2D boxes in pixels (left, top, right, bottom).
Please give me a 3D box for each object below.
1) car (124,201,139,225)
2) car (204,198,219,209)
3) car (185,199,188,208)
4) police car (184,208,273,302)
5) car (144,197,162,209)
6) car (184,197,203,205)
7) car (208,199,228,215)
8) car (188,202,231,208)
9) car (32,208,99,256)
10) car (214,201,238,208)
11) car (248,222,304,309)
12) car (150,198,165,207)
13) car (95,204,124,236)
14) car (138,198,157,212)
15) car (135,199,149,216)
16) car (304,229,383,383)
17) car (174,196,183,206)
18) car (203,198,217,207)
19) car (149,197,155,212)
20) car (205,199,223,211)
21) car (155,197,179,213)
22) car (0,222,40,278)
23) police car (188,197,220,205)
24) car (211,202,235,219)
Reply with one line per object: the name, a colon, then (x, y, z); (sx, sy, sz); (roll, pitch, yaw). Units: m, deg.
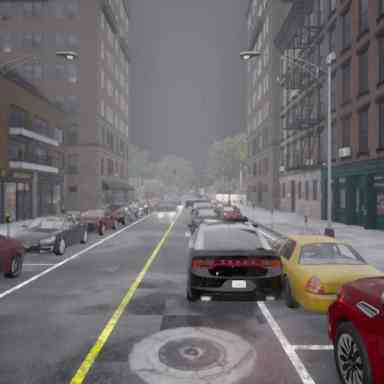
car: (-5.362, 1.565, 24.063); (1.947, 1.339, 4.313); (0, 0, 0)
car: (2.684, 1.593, 46.132); (1.802, 1.307, 4.206); (0, 0, 0)
car: (0.072, 1.490, 47.125); (1.882, 1.535, 5.008); (0, 0, 1)
police car: (0.834, 1.425, 8.465); (1.930, 1.638, 5.238); (0, 0, 0)
car: (-5.341, 1.451, 46.138); (1.967, 1.590, 4.097); (0, 0, 0)
car: (0.361, 1.586, 59.775); (1.994, 1.385, 4.181); (0, 0, 23)
car: (2.673, 1.529, 35.266); (1.752, 1.417, 4.829); (0, 0, 0)
car: (0.844, 1.525, 18.355); (1.812, 1.442, 4.674); (0, 0, 0)
car: (-5.373, 1.550, 13.025); (2.008, 1.369, 4.403); (0, 0, 0)
car: (2.663, 1.581, 24.059); (1.802, 1.307, 4.206); (0, 0, 0)
car: (2.642, 1.525, 7.672); (1.752, 1.417, 4.829); (0, 0, 0)
car: (-5.336, 1.597, 51.657); (1.802, 1.307, 4.206); (0, 0, 0)
car: (-5.368, 1.544, 18.544); (1.887, 1.381, 4.507); (0, 0, 0)
car: (-5.347, 1.532, 40.449); (1.752, 1.417, 4.829); (0, 0, 0)
car: (-5.357, 1.551, 29.581); (2.008, 1.369, 4.403); (0, 0, 0)
car: (2.641, 1.315, 1.986); (2.192, 1.841, 5.009); (0, 0, 0)
car: (-2.693, 1.526, 57.085); (1.837, 1.490, 4.892); (0, 0, 0)
car: (2.689, 1.581, 51.650); (1.947, 1.339, 4.313); (0, 0, 0)
car: (-5.352, 1.444, 35.100); (1.967, 1.590, 4.097); (0, 0, 0)
car: (2.678, 1.552, 40.614); (1.887, 1.381, 4.507); (0, 0, 0)
car: (-2.809, 1.569, 37.252); (1.994, 1.385, 4.181); (0, 0, 0)
car: (-5.379, 1.581, 7.506); (1.802, 1.307, 4.206); (0, 0, 0)
police car: (0.850, 1.425, 24.465); (1.930, 1.638, 5.238); (0, 0, 0)
car: (2.668, 1.583, 29.577); (1.802, 1.307, 4.206); (0, 0, 0)
